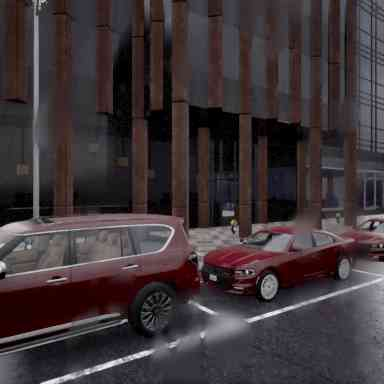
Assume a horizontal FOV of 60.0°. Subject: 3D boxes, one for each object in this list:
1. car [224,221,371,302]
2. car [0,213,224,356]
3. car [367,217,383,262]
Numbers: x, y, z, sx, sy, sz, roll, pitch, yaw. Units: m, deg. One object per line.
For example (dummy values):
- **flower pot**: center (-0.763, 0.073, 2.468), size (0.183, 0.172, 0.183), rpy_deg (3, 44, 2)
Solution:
- **car**: center (2.274, 1.545, 8.255), size (4.507, 1.381, 1.887), rpy_deg (0, 0, -35)
- **car**: center (-2.174, 1.315, 5.095), size (5.009, 1.841, 2.192), rpy_deg (0, 0, -35)
- **car**: center (6.723, 1.547, 11.416), size (4.507, 1.381, 1.887), rpy_deg (0, 0, -35)
